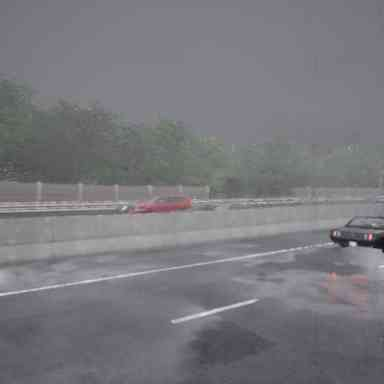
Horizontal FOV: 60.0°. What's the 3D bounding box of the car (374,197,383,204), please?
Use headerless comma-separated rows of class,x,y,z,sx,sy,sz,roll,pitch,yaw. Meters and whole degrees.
car,33.141,1.525,57.341,4.181,1.385,1.994,0,0,-35

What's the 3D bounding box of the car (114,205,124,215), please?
car,-4.781,1.406,30.614,4.553,1.767,2.097,0,0,-35

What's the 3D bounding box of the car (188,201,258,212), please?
car,2.500,1.514,22.903,5.008,1.535,1.882,0,0,-35

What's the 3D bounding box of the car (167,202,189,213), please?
car,0.740,1.643,25.945,4.718,1.301,1.895,0,0,-35

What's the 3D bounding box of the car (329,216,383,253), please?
car,7.728,1.621,13.496,4.718,1.301,1.895,0,0,-35

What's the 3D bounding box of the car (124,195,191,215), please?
car,-2.473,1.270,27.960,5.566,2.045,2.150,0,0,-35
